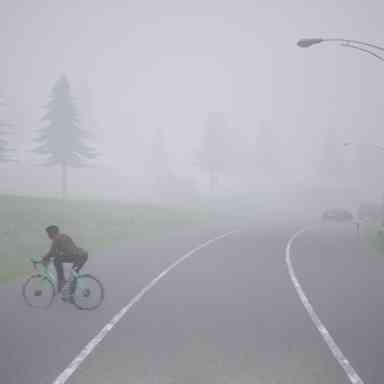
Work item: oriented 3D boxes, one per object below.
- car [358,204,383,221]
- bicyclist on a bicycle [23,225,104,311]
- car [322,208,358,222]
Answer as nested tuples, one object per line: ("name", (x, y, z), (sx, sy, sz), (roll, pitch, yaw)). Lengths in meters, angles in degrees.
("car", (23.278, 2.590, 42.208), (5.566, 2.045, 2.150), (4, 0, -35))
("bicyclist on a bicycle", (-2.460, 1.445, 6.279), (1.656, 1.620, 0.582), (-2, 0, 8))
("car", (15.770, 2.405, 35.868), (4.181, 1.385, 1.994), (4, -1, -44))
